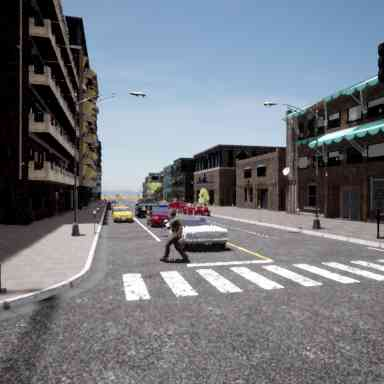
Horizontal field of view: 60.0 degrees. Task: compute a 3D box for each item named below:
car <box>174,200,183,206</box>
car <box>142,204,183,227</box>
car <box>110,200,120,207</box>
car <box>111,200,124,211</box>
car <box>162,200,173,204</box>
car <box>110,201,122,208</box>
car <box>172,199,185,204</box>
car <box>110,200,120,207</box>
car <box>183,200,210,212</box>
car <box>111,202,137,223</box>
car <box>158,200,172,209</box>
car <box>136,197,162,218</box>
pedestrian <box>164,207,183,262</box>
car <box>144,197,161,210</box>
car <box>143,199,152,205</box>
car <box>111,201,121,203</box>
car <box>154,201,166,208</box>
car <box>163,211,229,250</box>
[{"bbox_3d":[-0.722,2.086,42.651,1.802,1.307,4.206,-1,-1,-14],"label":"car"},{"bbox_3d":[-2.328,1.855,25.177,1.994,1.385,4.181,0,-1,-15],"label":"car"},{"bbox_3d":[-17.110,2.448,73.698,2.008,1.369,4.403,-1,-1,-14],"label":"car"},{"bbox_3d":[-11.617,2.061,51.665,1.967,1.590,4.097,-1,-1,-14],"label":"car"},{"bbox_3d":[-4.271,2.111,46.022,1.994,1.385,4.181,0,-1,-14],"label":"car"},{"bbox_3d":[-14.360,2.324,62.681,1.947,1.339,4.313,-1,-1,-14],"label":"car"},{"bbox_3d":[-2.100,1.887,48.162,2.192,1.841,5.009,-1,-1,-14],"label":"car"},{"bbox_3d":[-15.735,2.372,68.189,1.887,1.381,4.507,-1,-1,-14],"label":"car"},{"bbox_3d":[0.671,1.876,37.151,1.967,1.590,4.097,-1,-1,-14],"label":"car"},{"bbox_3d":[-6.141,1.870,29.451,1.752,1.417,4.829,-1,-1,-14],"label":"car"},{"bbox_3d":[-4.889,2.237,59.341,1.752,1.417,4.829,-1,-1,-14],"label":"car"},{"bbox_3d":[-4.876,1.640,35.483,2.150,2.045,5.566,0,-1,-13],"label":"car"},{"bbox_3d":[-0.618,1.414,11.059,0.375,1.860,0.375,-1,0,-14],"label":"pedestrian"},{"bbox_3d":[-6.729,1.888,55.649,2.150,2.045,5.566,0,-1,-14],"label":"car"},{"bbox_3d":[-11.763,2.584,86.880,1.752,1.417,4.829,-1,-1,-14],"label":"car"},{"bbox_3d":[-7.505,1.966,35.136,2.008,1.369,4.403,-1,-1,-14],"label":"car"},{"bbox_3d":[-6.222,2.360,64.683,1.802,1.307,4.206,-1,-1,-14],"label":"car"},{"bbox_3d":[0.115,1.773,15.423,1.895,1.301,4.718,0,-1,-14],"label":"car"}]
